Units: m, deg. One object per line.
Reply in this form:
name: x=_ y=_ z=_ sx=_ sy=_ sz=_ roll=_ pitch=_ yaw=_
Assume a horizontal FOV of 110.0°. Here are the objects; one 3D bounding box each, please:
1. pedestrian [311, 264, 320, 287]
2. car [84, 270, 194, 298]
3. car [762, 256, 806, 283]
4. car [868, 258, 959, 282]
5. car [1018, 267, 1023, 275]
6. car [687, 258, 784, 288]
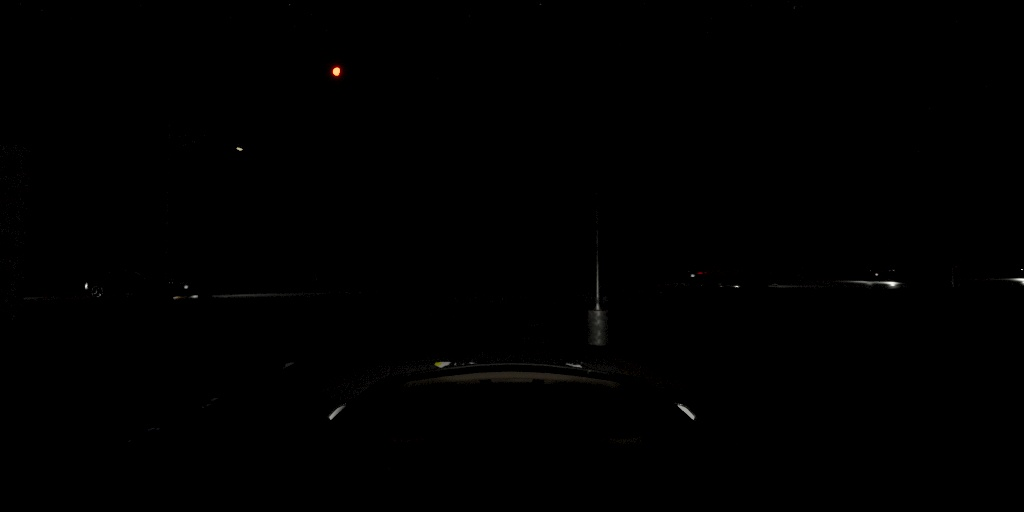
pedestrian: x=-15.062 y=1.466 z=27.383 sx=0.375 sy=1.860 sz=0.375 roll=0 pitch=-1 yaw=0
car: x=-20.429 y=1.484 z=19.791 sx=4.902 sy=1.511 sz=2.128 roll=-1 pitch=-2 yaw=0
car: x=16.279 y=0.875 z=23.413 sx=4.553 sy=1.767 sz=2.097 roll=-1 pitch=-2 yaw=0
car: x=26.129 y=0.891 z=23.387 sx=4.674 sy=1.442 sz=1.812 roll=-1 pitch=-2 yaw=1
car: x=36.723 y=0.752 z=23.354 sx=5.357 sy=1.411 sz=2.033 roll=-1 pitch=-2 yaw=0
car: x=11.933 y=1.022 z=19.717 sx=4.181 sy=1.385 sz=1.994 roll=-1 pitch=-2 yaw=0
